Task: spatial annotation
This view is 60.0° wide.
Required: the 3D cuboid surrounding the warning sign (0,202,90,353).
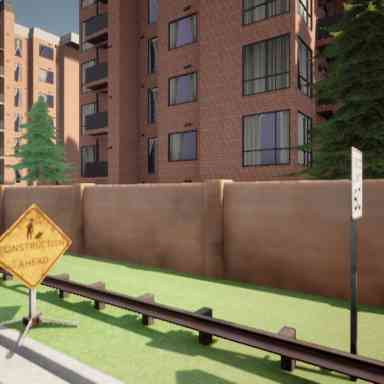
[{"bbox_3d":[-2.420,1.112,5.042,1.060,1.860,1.300,0,0,36],"label":"warning sign"}]
